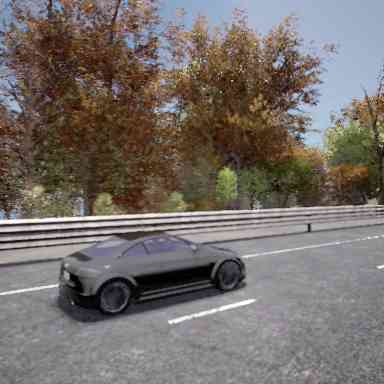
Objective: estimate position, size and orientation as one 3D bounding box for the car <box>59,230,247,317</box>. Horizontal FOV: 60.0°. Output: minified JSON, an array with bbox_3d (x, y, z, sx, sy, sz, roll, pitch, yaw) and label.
[{"bbox_3d":[-0.755,1.571,7.544,4.181,1.385,1.994,0,0,-35],"label":"car"}]
